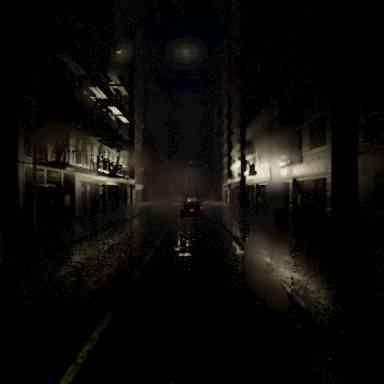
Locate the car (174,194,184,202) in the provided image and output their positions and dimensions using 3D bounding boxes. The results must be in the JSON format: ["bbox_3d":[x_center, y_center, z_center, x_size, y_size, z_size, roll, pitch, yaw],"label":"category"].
[{"bbox_3d":[-2.982,1.258,75.522,2.097,1.767,4.553,0,0,0],"label":"car"}]

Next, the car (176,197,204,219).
[{"bbox_3d":[0.008,1.480,28.790,2.163,1.488,4.792,0,0,0],"label":"car"}]

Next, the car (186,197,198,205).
[{"bbox_3d":[0.014,1.581,57.853,1.895,1.301,4.718,0,0,0],"label":"car"}]
